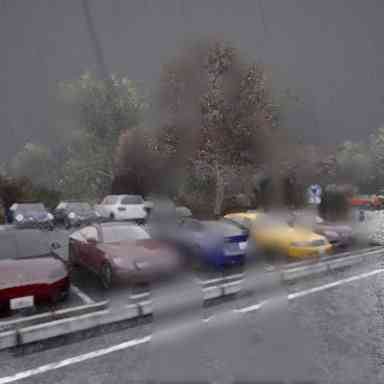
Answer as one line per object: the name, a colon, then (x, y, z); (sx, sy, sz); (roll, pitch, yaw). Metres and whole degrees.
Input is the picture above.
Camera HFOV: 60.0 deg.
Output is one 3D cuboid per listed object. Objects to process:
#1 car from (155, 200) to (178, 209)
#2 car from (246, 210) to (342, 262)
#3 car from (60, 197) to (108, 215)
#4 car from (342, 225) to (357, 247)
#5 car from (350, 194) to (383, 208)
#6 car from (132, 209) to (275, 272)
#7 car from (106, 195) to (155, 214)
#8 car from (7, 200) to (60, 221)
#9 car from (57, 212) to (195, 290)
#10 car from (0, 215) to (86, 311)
car: (-2.869, 1.355, 24.966); (2.185, 1.767, 4.553); (0, 0, -35)
car: (2.505, 1.490, 12.555); (1.946, 1.575, 5.366); (0, 0, -35)
car: (-7.553, 1.378, 21.725); (2.185, 1.767, 4.553); (0, 0, -35)
car: (4.545, 1.522, 14.245); (2.002, 1.452, 4.674); (0, -1, -35)
car: (20.853, 1.031, 41.366); (2.185, 1.767, 4.553); (0, 0, -35)
car: (0.110, 1.534, 11.121); (2.163, 1.488, 4.792); (0, 0, -35)
car: (-5.177, 1.241, 23.405); (2.435, 2.045, 5.566); (0, 0, -35)
car: (-9.825, 1.390, 20.116); (2.185, 1.767, 4.553); (0, 0, -35)
car: (-2.146, 1.555, 9.491); (2.002, 1.452, 4.674); (0, 0, -35)
car: (-4.399, 1.556, 7.857); (2.163, 1.488, 4.792); (0, 0, -35)
